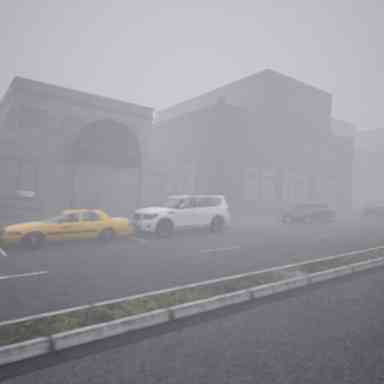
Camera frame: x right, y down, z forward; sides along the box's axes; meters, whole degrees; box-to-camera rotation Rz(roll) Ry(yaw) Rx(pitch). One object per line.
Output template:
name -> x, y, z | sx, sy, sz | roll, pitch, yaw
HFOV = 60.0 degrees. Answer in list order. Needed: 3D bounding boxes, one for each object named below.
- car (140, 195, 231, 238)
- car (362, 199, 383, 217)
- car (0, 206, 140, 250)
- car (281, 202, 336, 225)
car -> -0.463, 1.173, 17.599 | 5.566, 2.045, 2.435 | 0, 0, -36
car -> 17.505, 1.442, 30.525 | 4.892, 1.521, 2.231 | 0, 0, -36
car -> -5.181, 1.417, 14.210 | 5.366, 1.575, 1.946 | 0, 0, -36
car -> 8.501, 1.462, 24.054 | 4.792, 1.488, 2.163 | 0, 0, -36
